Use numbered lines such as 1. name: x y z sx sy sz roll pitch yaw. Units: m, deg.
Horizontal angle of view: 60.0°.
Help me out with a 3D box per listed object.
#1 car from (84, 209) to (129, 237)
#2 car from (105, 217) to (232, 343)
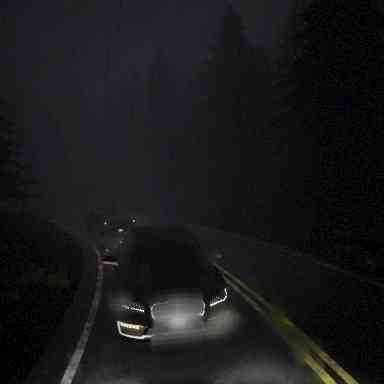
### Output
1. car: -4.645 1.614 18.568 1.895 1.301 4.718 -3 1 -29
2. car: -0.649 1.495 6.838 1.837 1.490 4.892 -1 0 -11
